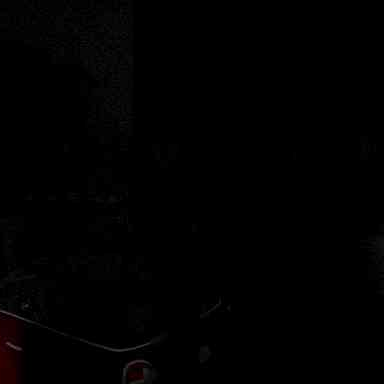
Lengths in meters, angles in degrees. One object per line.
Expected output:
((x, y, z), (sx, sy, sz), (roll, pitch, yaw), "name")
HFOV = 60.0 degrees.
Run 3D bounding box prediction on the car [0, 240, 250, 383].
((-1.492, 1.440, 4.004), (4.097, 1.590, 1.967), (0, 0, 35), "car")
